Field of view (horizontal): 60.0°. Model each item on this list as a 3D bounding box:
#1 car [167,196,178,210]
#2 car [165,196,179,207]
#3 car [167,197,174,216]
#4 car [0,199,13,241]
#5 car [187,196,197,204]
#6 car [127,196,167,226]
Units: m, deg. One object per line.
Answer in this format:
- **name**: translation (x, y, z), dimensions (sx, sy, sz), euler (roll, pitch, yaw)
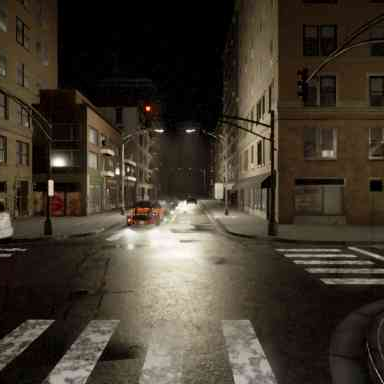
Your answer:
- **car**: translation (-3.177, 1.328, 42.299), dimensions (2.097, 1.767, 4.553), euler (0, 0, 0)
- **car**: translation (-3.165, 1.445, 52.655), dimensions (1.882, 1.535, 5.008), euler (0, 0, 0)
- **car**: translation (-3.163, 1.532, 32.514), dimensions (2.033, 1.411, 5.357), euler (0, 0, 0)
- **car**: translation (-9.632, 1.205, 12.235), dimensions (5.566, 2.045, 2.150), euler (0, 0, 0)
- **car**: translation (-0.026, 1.453, 60.879), dimensions (2.128, 1.511, 4.902), euler (0, 0, 0)
- **car**: translation (-3.143, 1.344, 23.059), dimensions (2.097, 1.767, 4.553), euler (0, 0, 0)
